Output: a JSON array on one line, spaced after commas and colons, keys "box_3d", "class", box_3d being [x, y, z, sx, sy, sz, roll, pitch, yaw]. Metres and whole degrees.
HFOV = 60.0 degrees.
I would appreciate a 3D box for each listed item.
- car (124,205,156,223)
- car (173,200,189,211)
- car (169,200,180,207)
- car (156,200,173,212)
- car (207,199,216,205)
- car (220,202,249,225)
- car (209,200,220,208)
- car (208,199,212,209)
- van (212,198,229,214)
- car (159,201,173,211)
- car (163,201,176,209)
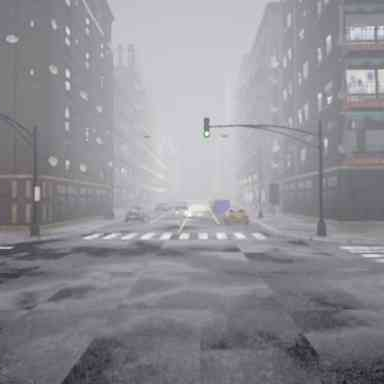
[{"box_3d": [-4.664, 1.866, 28.840, 2.008, 1.369, 4.403, 0, -1, 1], "class": "car"}, {"box_3d": [-1.475, 2.022, 48.926, 2.033, 1.411, 5.357, 0, -1, 1], "class": "car"}, {"box_3d": [-3.544, 2.287, 68.427, 2.008, 1.369, 4.403, 0, -1, 1], "class": "car"}, {"box_3d": [-4.110, 2.074, 45.803, 1.802, 1.307, 4.206, 0, -1, 1], "class": "car"}, {"box_3d": [4.618, 2.367, 79.589, 1.887, 1.381, 4.507, 0, -1, 1], "class": "car"}, {"box_3d": [3.412, 1.772, 26.182, 1.752, 1.417, 4.829, 0, -1, 1], "class": "car"}, {"box_3d": [4.194, 2.184, 62.628, 2.008, 1.369, 4.403, 0, -1, 1], "class": "car"}, {"box_3d": [3.771, 1.766, 45.668, 2.192, 1.841, 5.009, 0, -1, 1], "class": "car"}, {"box_3d": [3.662, 1.732, 40.015, 1.690, 1.788, 3.998, 0, -1, 1], "class": "van"}, {"box_3d": [-3.973, 2.076, 51.290, 1.752, 1.417, 4.829, 0, -1, 1], "class": "car"}, {"box_3d": [-3.827, 2.195, 57.115, 1.802, 1.307, 4.206, 0, -1, 1], "class": "car"}]
